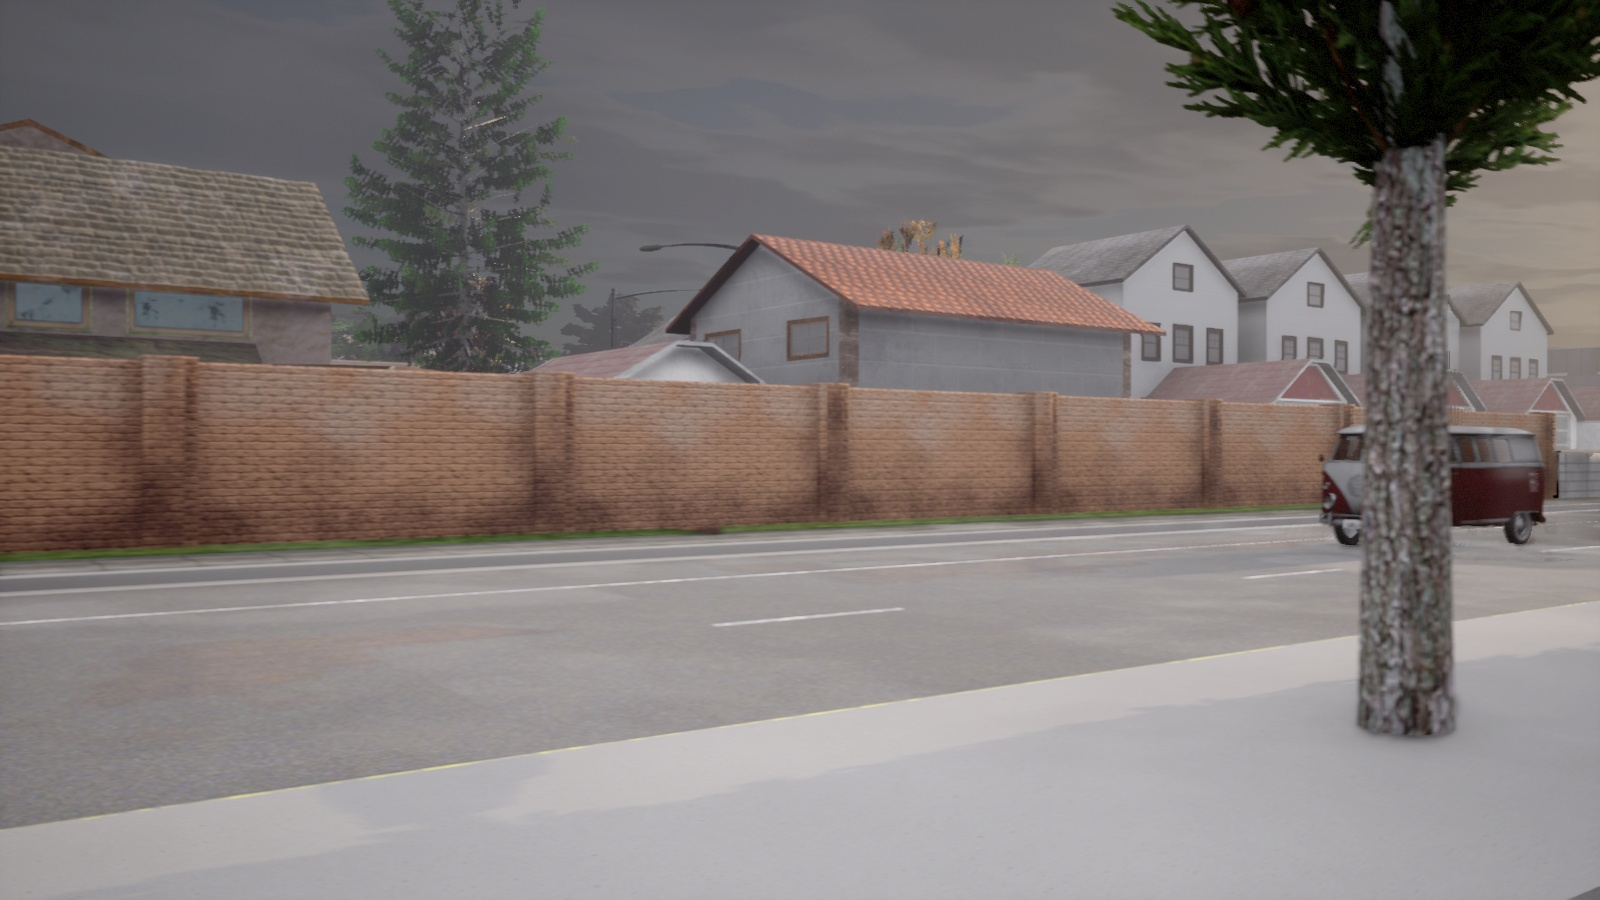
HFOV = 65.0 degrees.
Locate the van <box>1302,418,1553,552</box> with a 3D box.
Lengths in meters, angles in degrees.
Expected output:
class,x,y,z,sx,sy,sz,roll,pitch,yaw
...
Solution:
class,x,y,z,sx,sy,sz,roll,pitch,yaw
van,10.352,0.526,20.612,4.442,1.987,1.775,0,0,-35
